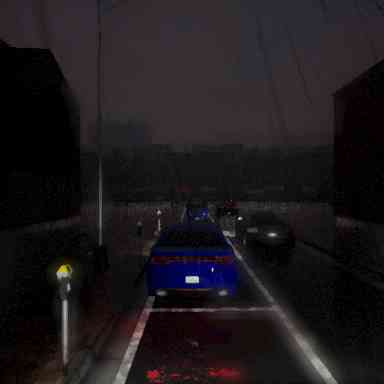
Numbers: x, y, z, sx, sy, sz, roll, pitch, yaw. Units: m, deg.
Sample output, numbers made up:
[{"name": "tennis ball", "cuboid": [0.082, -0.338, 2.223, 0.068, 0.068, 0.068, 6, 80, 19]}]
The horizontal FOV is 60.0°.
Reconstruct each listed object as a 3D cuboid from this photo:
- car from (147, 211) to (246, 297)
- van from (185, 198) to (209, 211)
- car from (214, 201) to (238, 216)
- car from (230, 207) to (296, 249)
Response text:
[{"name": "car", "cuboid": [0.006, 1.476, 8.651, 1.882, 1.535, 5.008, 0, 0, 0]}, {"name": "van", "cuboid": [0.374, 1.345, 25.499, 1.690, 1.788, 3.998, -1, 0, 0]}, {"name": "car", "cuboid": [3.020, 1.502, 29.487, 2.128, 1.511, 4.902, 0, 0, 0]}, {"name": "car", "cuboid": [3.020, 1.573, 14.486, 1.994, 1.385, 4.181, 0, 0, 0]}]
